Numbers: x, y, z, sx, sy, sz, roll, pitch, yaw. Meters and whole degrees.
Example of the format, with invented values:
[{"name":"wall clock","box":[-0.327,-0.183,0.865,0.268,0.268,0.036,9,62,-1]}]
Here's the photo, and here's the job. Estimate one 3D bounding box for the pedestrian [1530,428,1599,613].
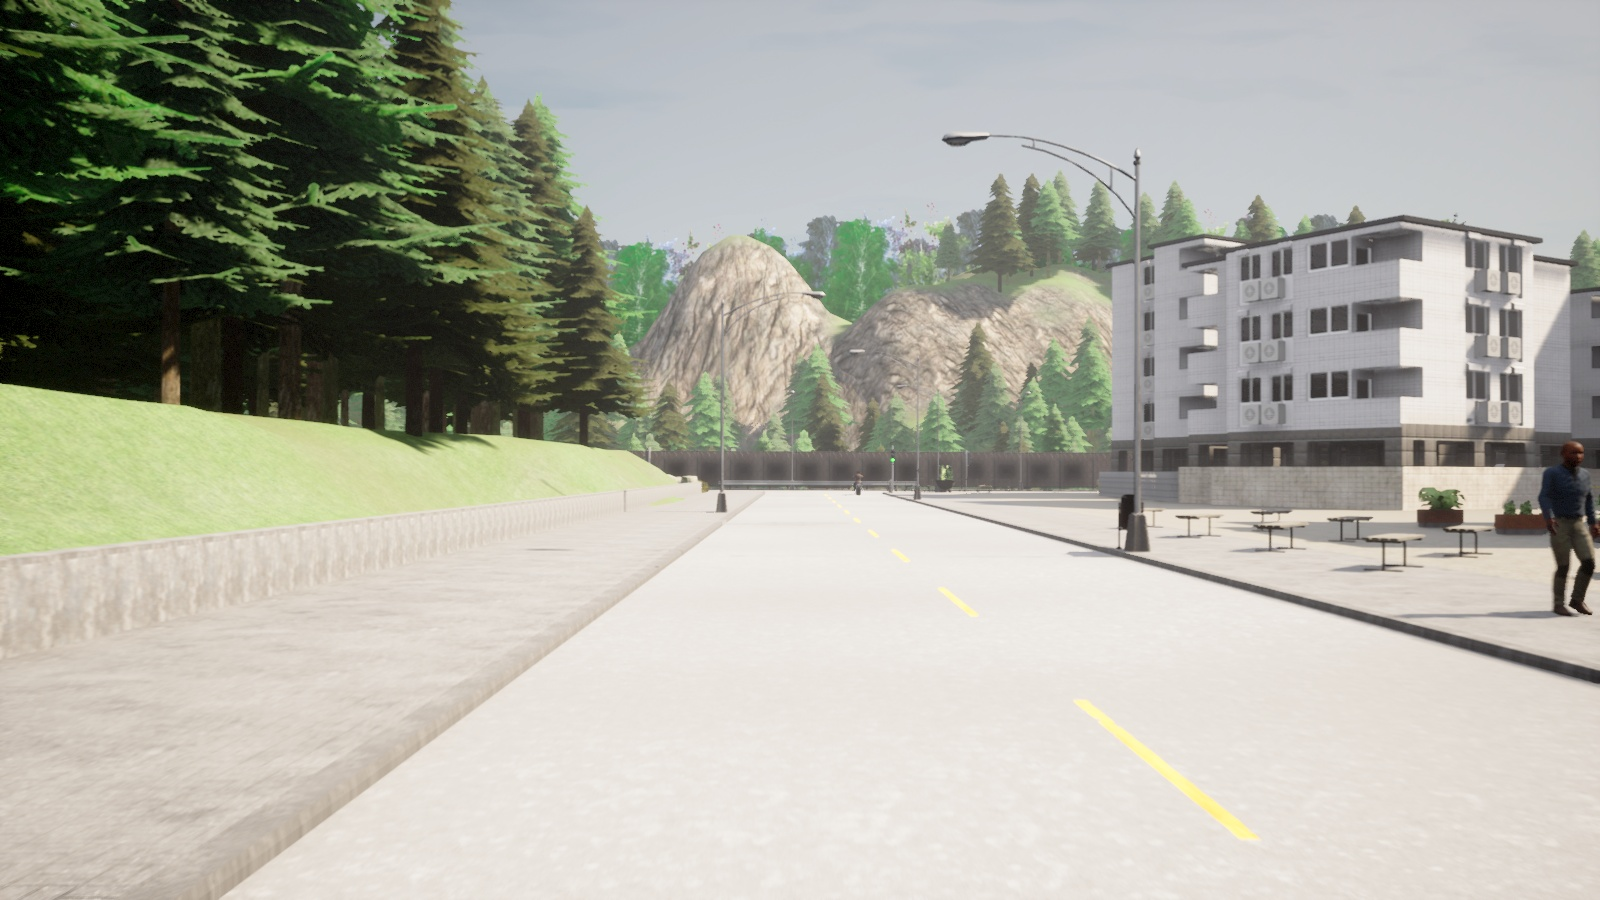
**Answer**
[{"name":"pedestrian","box":[7.883,0.708,12.869,0.370,1.835,0.726,0,-1,1]}]
